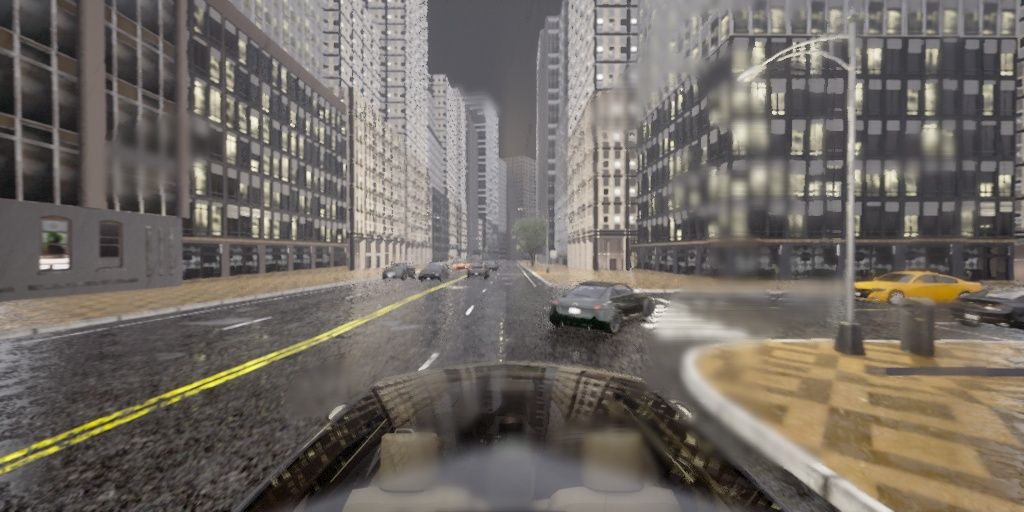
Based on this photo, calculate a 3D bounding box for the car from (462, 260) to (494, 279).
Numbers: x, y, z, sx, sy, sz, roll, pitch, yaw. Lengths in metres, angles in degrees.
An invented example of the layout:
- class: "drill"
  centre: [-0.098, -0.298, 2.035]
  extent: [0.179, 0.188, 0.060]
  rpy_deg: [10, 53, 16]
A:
- class: "car"
  centre: [-3.156, 1.387, 34.196]
  extent: [2.128, 1.511, 4.902]
  rpy_deg: [0, 0, 0]

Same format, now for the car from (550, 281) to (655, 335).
- class: "car"
  centre: [3.000, 1.489, 11.467]
  extent: [1.994, 1.385, 4.181]
  rpy_deg: [0, 0, 39]

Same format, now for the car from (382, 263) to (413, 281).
- class: "car"
  centre: [-9.850, 1.374, 31.497]
  extent: [2.128, 1.511, 4.902]
  rpy_deg: [0, 0, 0]

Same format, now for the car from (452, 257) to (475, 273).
- class: "car"
  centre: [-6.586, 1.311, 48.129]
  extent: [2.097, 1.767, 4.553]
  rpy_deg: [0, 0, 0]

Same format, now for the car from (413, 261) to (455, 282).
- class: "car"
  centre: [-6.602, 1.428, 30.973]
  extent: [2.033, 1.411, 5.357]
  rpy_deg: [0, 0, 0]

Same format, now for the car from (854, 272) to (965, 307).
- class: "car"
  centre: [18.546, 1.503, 16.674]
  extent: [5.008, 1.535, 1.882]
  rpy_deg: [1, 1, -1]

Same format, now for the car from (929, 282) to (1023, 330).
- class: "car"
  centre: [15.913, 1.618, 10.732]
  extent: [4.403, 1.370, 2.007]
  rpy_deg: [0, 0, -1]

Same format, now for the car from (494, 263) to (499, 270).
- class: "car"
  centre: [-3.158, 1.560, 56.480]
  extent: [1.994, 1.385, 4.181]
  rpy_deg: [0, 0, 0]
